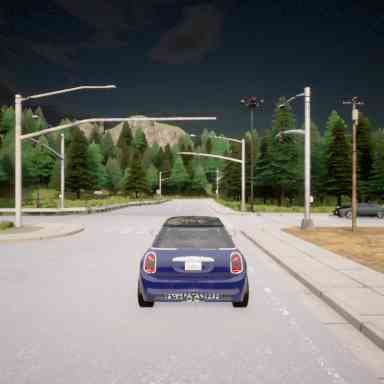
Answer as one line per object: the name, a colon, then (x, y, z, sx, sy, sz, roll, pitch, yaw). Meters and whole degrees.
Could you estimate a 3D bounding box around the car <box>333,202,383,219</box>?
car: (14.503, 1.591, 28.738, 4.181, 1.385, 1.994, 0, 0, 1)

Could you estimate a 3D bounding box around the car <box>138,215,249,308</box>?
car: (0.038, 1.348, 8.112, 2.097, 1.767, 4.553, 0, 0, 0)
